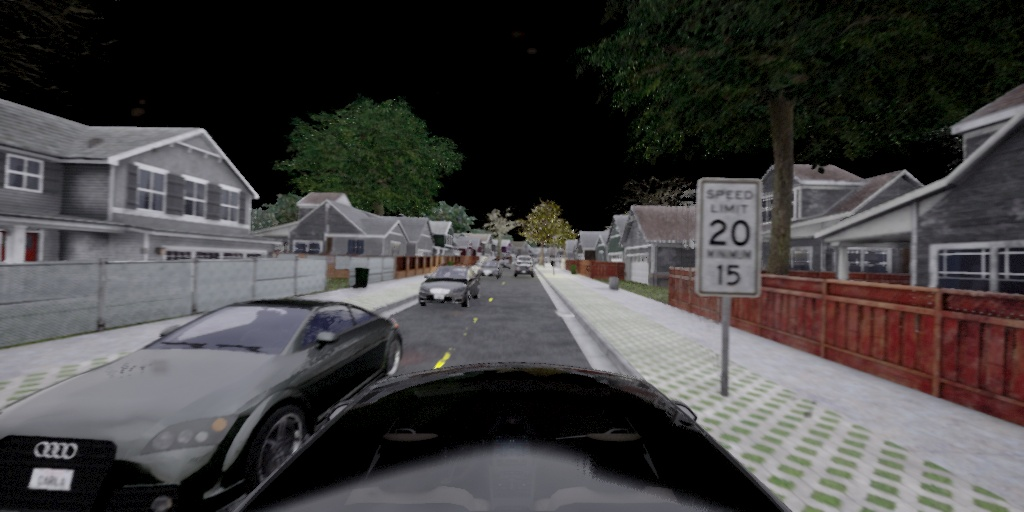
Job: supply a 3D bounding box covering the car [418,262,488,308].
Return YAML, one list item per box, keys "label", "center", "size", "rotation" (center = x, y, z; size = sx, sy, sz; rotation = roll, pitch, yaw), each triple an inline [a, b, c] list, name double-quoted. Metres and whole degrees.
- label: "car"
  center: [-2.445, 1.161, 14.960]
  size: [2.128, 1.511, 4.902]
  rotation: [2, 0, 2]

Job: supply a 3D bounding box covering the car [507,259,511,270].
- label: "car"
  center: [-1.061, 1.205, 50.811]
  size: [1.837, 1.490, 4.892]
  rotation: [2, 0, 2]

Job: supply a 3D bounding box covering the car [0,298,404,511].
- label: "car"
  center: [-2.832, 1.232, 4.265]
  size: [1.994, 1.385, 4.181]
  rotation: [2, 0, 2]

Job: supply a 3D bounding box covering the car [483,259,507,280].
- label: "car"
  center: [-1.845, 1.158, 30.785]
  size: [2.128, 1.511, 4.902]
  rotation: [2, 0, 2]

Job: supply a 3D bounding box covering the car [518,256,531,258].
- label: "car"
  center: [1.625, 0.966, 47.590]
  size: [2.150, 2.045, 5.566]
  rotation: [2, 0, 3]

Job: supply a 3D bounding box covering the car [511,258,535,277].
- label: "car"
  center: [1.184, 1.271, 35.035]
  size: [1.812, 1.442, 4.674]
  rotation: [2, 0, 2]
